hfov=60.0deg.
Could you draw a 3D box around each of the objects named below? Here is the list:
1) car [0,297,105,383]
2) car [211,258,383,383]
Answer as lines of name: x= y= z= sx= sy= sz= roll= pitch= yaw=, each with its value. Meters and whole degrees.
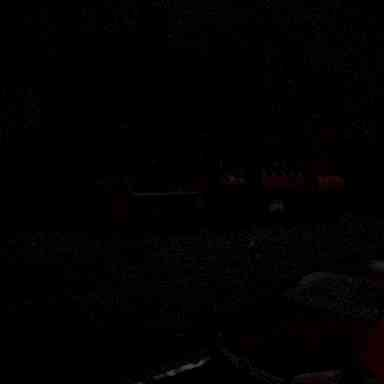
car: x=-2.252 y=1.433 z=1.234 sx=4.097 sy=1.590 sz=1.967 roll=0 pitch=-2 yaw=-35
car: x=2.182 y=1.609 z=4.387 sx=4.206 sy=1.307 sz=1.802 roll=0 pitch=-1 yaw=-35
